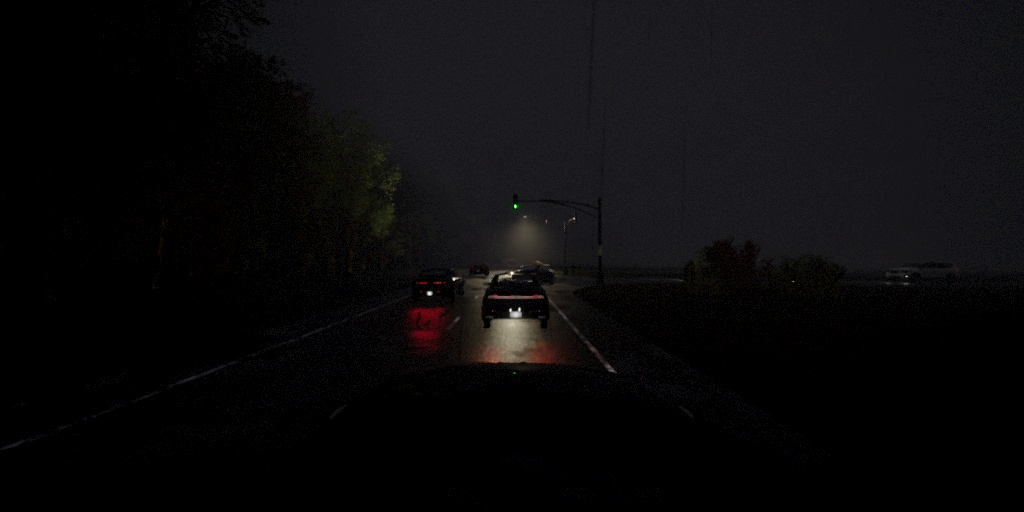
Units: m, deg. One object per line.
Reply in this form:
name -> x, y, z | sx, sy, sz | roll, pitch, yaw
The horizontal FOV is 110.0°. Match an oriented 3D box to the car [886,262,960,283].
car -> 40.074, 1.550, 35.026 | 5.566, 2.045, 2.150 | 1, -1, 0

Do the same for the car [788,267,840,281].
car -> 29.354, 1.775, 35.069 | 4.181, 1.385, 1.994 | 1, -1, 1

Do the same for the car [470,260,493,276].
car -> -3.407, 1.325, 38.618 | 1.882, 1.535, 5.008 | 0, 0, 0

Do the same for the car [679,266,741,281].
car -> 19.407, 1.649, 35.118 | 5.357, 1.411, 2.033 | 1, -1, 0

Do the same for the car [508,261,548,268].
car -> 1.566, 1.303, 23.940 | 2.128, 1.511, 4.902 | 0, 0, 20

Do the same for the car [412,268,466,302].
car -> -3.402, 1.297, 17.230 | 1.837, 1.490, 4.892 | 0, 0, 0

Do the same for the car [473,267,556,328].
car -> 0.100, 1.268, 11.465 | 2.128, 1.511, 4.902 | 0, 0, 0
